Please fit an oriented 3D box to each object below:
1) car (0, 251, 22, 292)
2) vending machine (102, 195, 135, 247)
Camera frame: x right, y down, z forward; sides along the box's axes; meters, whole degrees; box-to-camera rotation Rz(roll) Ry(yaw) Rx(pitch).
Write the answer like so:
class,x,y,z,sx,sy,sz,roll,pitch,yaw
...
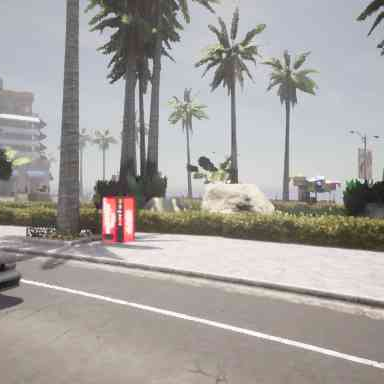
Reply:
class,x,y,z,sx,sy,sz,roll,pitch,yaw
car,-6.167,1.546,7.347,5.357,1.411,2.033,0,0,27
vending machine,-3.126,1.195,14.177,0.880,2.100,1.100,0,0,27
